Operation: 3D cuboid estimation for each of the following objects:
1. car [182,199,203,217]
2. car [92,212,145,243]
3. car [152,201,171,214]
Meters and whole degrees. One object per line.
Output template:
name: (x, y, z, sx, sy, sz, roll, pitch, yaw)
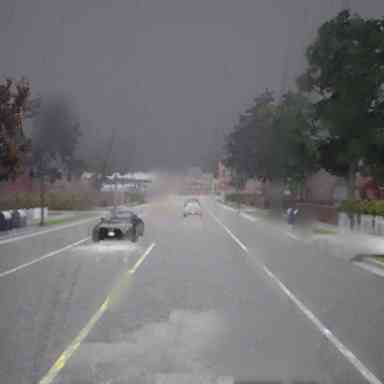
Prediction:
car: (0.112, 1.777, 33.826, 1.812, 1.442, 4.674, 0, 0, 1)
car: (-3.588, 1.697, 16.780, 1.994, 1.385, 4.181, 0, -1, 0)
car: (-3.583, 1.756, 39.248, 1.882, 1.535, 5.008, 0, 0, 0)
